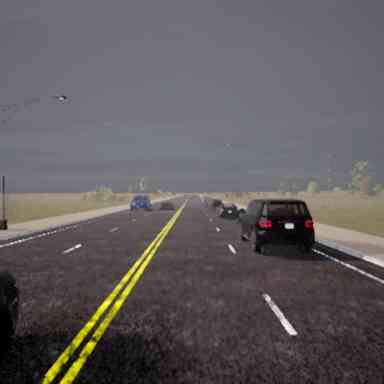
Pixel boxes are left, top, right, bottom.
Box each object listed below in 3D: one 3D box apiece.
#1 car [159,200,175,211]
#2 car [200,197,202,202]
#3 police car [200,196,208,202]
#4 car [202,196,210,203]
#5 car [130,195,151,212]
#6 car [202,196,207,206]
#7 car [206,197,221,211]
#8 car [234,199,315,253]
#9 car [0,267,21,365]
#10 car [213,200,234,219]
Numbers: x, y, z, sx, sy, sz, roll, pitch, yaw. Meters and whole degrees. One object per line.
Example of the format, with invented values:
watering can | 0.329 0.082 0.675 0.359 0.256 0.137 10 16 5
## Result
car | -3.329 1.781 44.672 1.994 1.385 4.181 0 0 0
car | 3.256 1.824 66.885 2.163 1.488 4.792 0 0 0
police car | 3.257 1.923 88.855 2.038 1.542 4.974 0 0 0
car | 3.257 1.828 78.045 1.801 1.575 5.366 0 0 0
car | -6.585 1.431 43.170 2.150 2.045 5.566 0 0 0
car | 3.255 1.773 55.885 2.163 1.488 4.792 0 0 0
car | 3.254 1.721 44.856 1.837 1.490 4.892 0 0 0
car | 3.351 1.290 14.118 2.150 2.045 5.566 0 0 0
car | -3.350 1.506 2.758 2.128 1.511 4.902 0 0 0
car | 3.353 1.715 31.310 1.994 1.385 4.181 0 0 0
